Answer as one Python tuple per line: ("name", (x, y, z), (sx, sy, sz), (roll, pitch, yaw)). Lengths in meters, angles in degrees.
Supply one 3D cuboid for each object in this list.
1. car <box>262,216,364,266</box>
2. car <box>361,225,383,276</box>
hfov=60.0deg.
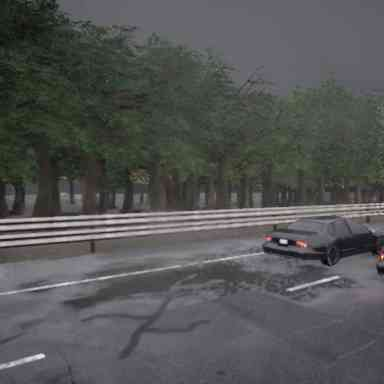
("car", (4.796, 1.537, 11.474), (5.357, 1.411, 2.033), (0, 0, -36))
("car", (6.859, 1.537, 8.646), (5.357, 1.411, 2.033), (0, 0, -36))
